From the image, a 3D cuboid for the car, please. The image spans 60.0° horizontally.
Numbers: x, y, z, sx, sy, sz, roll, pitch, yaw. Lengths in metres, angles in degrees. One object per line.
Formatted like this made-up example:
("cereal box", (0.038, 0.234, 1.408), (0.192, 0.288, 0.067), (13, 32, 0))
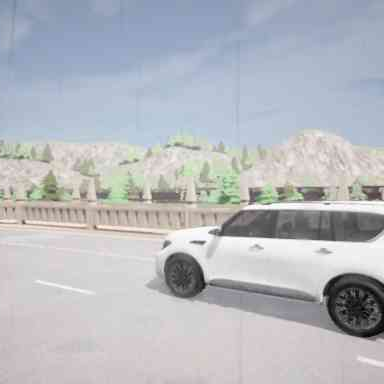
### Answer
("car", (1.838, 1.197, 6.781), (5.566, 2.045, 2.150), (0, 0, 34))
